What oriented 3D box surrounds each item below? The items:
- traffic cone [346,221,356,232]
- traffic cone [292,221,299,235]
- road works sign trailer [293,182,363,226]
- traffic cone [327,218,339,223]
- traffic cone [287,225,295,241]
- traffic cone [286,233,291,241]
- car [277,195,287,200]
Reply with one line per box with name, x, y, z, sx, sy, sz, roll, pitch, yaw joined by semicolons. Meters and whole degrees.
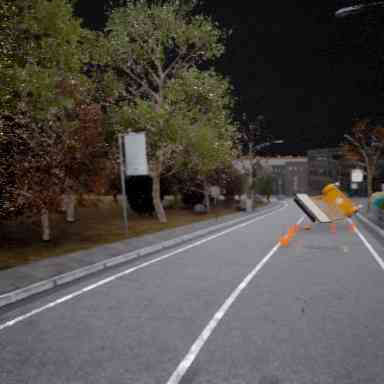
traffic cone;8.834;1.907;18.315;0.340;0.580;0.340;-1;0;32
traffic cone;5.285;1.955;17.459;0.340;0.580;0.340;-1;0;22
road works sign trailer;7.785;1.110;20.221;3.560;2.880;2.380;2;42;-40
traffic cone;7.868;1.920;18.531;0.340;0.580;0.340;0;1;18
traffic cone;4.535;1.960;15.606;0.340;0.580;0.340;-1;0;22
traffic cone;3.897;2.083;14.279;0.340;0.340;0.580;-1;0;3
car;22.602;1.492;83.904;1.837;1.490;4.892;-3;-1;4
